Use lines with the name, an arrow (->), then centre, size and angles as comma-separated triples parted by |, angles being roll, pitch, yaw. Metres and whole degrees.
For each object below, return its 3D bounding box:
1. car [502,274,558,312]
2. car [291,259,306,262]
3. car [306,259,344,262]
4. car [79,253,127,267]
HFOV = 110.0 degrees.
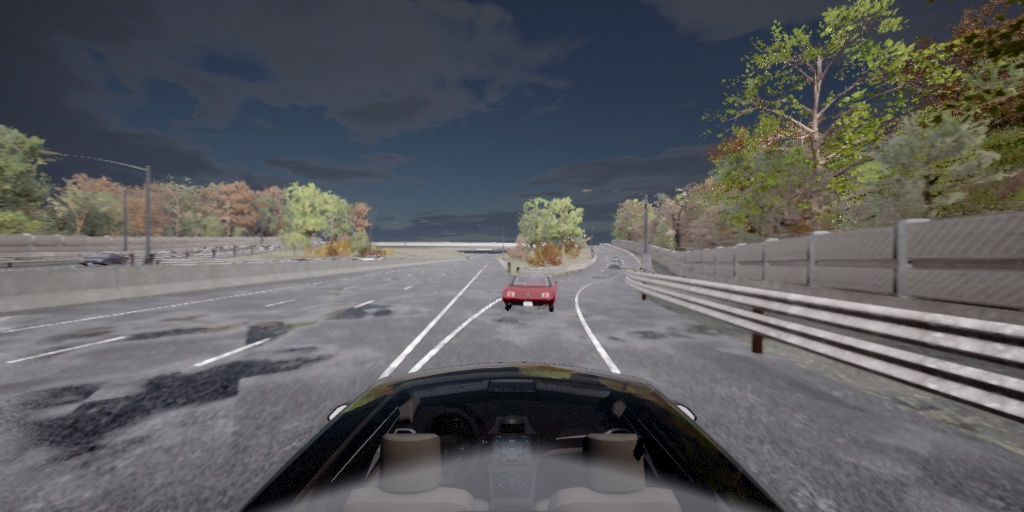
car -> 0.906, 1.400, 14.661 | 1.895, 1.301, 4.718 | 1, 0, 9
car -> -26.744, 1.120, 44.477 | 2.033, 1.411, 5.357 | 0, 0, -2
car -> -23.274, 1.074, 45.109 | 1.882, 1.535, 5.008 | 0, 0, -2
car -> -44.368, 0.390, 39.097 | 2.033, 1.411, 5.357 | 0, 1, -26
